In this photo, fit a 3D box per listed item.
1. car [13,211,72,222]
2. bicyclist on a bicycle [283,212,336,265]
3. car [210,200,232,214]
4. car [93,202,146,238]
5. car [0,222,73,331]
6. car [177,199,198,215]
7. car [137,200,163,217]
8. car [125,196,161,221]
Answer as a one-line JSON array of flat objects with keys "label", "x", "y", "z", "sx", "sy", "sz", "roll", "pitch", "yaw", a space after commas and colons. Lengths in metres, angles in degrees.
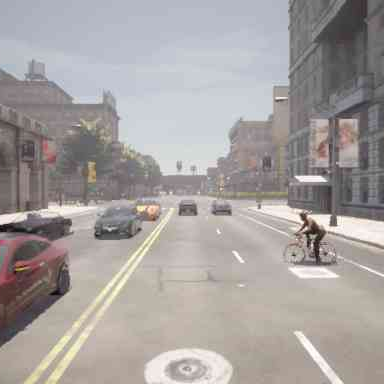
[{"label": "car", "x": -7.288, "y": 1.601, "z": 15.547, "sx": 1.895, "sy": 1.301, "sz": 4.718, "roll": 0, "pitch": 0, "yaw": -1}, {"label": "bicyclist on a bicycle", "x": 3.618, "y": 1.452, "z": 10.268, "sx": 1.656, "sy": 1.620, "sz": 0.582, "roll": -2, "pitch": 0, "yaw": -1}, {"label": "car", "x": 3.001, "y": 1.548, "z": 34.859, "sx": 2.033, "sy": 1.411, "sz": 5.357, "roll": 0, "pitch": 0, "yaw": -1}, {"label": "car", "x": -3.836, "y": 1.506, "z": 17.816, "sx": 1.837, "sy": 1.490, "sz": 4.892, "roll": 0, "pitch": 0, "yaw": -1}, {"label": "car", "x": -3.669, "y": 1.526, "z": 5.943, "sx": 1.812, "sy": 1.442, "sz": 4.674, "roll": 0, "pitch": 0, "yaw": -1}, {"label": "car", "x": -0.449, "y": 1.507, "z": 34.411, "sx": 1.837, "sy": 1.490, "sz": 4.892, "roll": 0, "pitch": 1, "yaw": -1}, {"label": "car", "x": -4.072, "y": 1.547, "z": 33.076, "sx": 2.033, "sy": 1.411, "sz": 5.357, "roll": 0, "pitch": 0, "yaw": -1}, {"label": "car", "x": -3.873, "y": 1.352, "z": 27.333, "sx": 2.097, "sy": 1.767, "sz": 4.553, "roll": 0, "pitch": 0, "yaw": -1}]
